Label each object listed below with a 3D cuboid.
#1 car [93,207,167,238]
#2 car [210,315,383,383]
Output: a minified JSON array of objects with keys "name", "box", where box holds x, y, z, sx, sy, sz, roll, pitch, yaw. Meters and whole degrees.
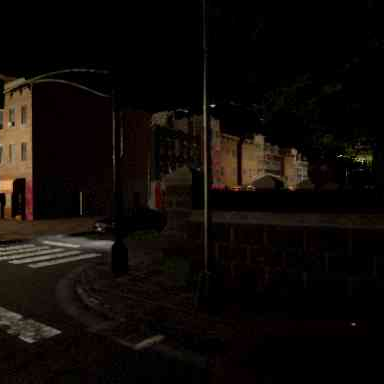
[{"name":"car","box":[-3.281,1.593,18.511,1.812,1.442,4.674,-1,-1,35]},{"name":"car","box":[2.310,1.312,1.183,5.009,1.841,2.192,0,-1,35]}]
